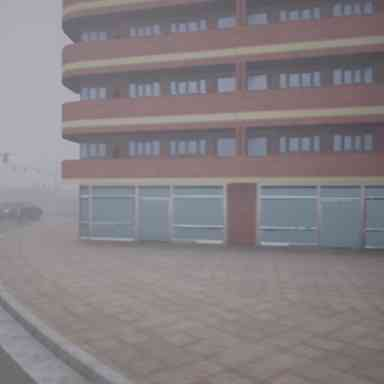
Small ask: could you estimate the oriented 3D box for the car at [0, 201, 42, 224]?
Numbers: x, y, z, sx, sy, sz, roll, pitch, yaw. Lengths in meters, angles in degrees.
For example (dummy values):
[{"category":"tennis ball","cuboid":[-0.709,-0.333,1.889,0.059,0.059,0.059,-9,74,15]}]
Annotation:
[{"category":"car","cuboid":[-13.847,1.507,26.784,2.097,1.767,4.553,1,0,-3]}]
